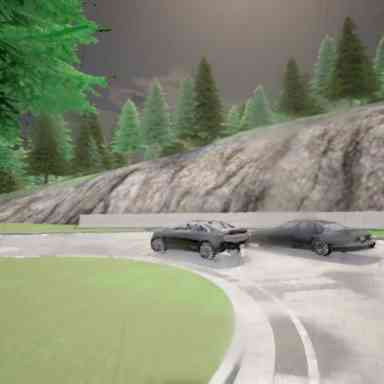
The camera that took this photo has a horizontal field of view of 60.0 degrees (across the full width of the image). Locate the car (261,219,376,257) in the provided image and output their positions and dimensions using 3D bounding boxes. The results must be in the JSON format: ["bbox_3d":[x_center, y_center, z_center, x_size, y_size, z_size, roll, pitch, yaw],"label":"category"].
[{"bbox_3d":[5.003,1.905,14.625,2.033,1.411,5.357,0,-2,-36],"label":"car"}]

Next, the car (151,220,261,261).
[{"bbox_3d":[0.179,1.958,14.406,4.902,1.511,2.128,-3,-3,44],"label":"car"}]
